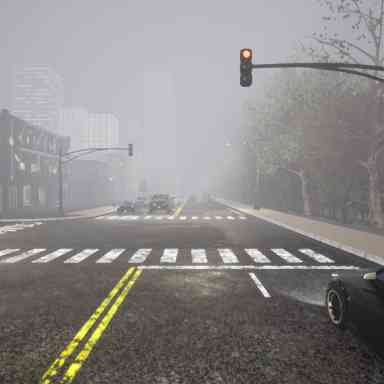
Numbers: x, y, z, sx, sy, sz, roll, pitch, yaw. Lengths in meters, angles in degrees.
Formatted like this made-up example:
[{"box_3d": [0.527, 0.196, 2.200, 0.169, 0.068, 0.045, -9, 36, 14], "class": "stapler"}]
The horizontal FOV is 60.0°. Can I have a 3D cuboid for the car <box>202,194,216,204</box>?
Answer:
[{"box_3d": [3.377, 1.578, 62.267, 1.895, 1.301, 4.718, 0, 0, 0], "class": "car"}]

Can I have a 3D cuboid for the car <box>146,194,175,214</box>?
[{"box_3d": [-3.324, 1.211, 36.290, 2.150, 2.045, 5.566, 0, 0, 0], "class": "car"}]

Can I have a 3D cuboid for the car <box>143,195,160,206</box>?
[{"box_3d": [-6.562, 1.333, 54.514, 2.097, 1.767, 4.553, 0, 0, 0], "class": "car"}]

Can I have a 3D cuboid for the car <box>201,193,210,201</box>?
[{"box_3d": [3.283, 1.195, 76.898, 2.150, 2.045, 5.566, 0, 0, 0], "class": "car"}]

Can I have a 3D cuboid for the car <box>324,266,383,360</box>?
[{"box_3d": [3.350, 1.563, 4.279, 1.994, 1.385, 4.181, 0, 0, 0], "class": "car"}]

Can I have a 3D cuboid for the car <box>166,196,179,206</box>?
[{"box_3d": [-3.311, 1.458, 56.524, 1.882, 1.535, 5.008, 0, 0, 0], "class": "car"}]

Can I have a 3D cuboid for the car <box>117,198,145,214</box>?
[{"box_3d": [-6.592, 1.590, 35.338, 1.895, 1.301, 4.718, 0, 0, 1], "class": "car"}]

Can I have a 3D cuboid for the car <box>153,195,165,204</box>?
[{"box_3d": [-6.507, 1.454, 65.969, 1.882, 1.535, 5.008, 0, 0, 1], "class": "car"}]

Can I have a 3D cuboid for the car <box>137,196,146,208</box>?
[{"box_3d": [-6.571, 1.338, 44.249, 2.097, 1.767, 4.553, 0, 0, 0], "class": "car"}]

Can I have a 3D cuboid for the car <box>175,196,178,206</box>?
[{"box_3d": [-3.318, 1.511, 46.280, 1.812, 1.442, 4.674, 0, 0, 0], "class": "car"}]

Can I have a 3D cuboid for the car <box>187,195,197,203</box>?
[{"box_3d": [0.026, 1.467, 66.482, 2.128, 1.511, 4.902, 0, 0, 0], "class": "car"}]

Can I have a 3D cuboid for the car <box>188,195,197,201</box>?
[{"box_3d": [0.031, 1.342, 76.901, 2.033, 1.411, 5.357, 0, 0, 0], "class": "car"}]
